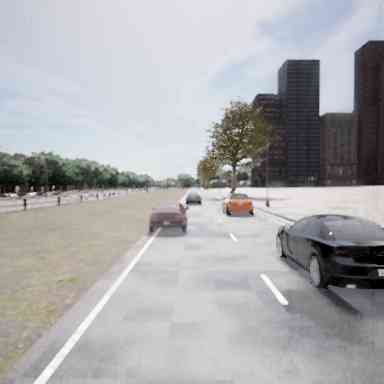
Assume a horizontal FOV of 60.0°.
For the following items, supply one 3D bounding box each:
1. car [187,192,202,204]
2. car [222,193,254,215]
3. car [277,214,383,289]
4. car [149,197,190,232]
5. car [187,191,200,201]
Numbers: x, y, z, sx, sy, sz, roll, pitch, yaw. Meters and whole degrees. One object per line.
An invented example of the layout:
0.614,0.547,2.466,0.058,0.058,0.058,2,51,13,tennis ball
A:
0.241,0.837,43.093,1.994,1.385,4.181,0,1,1,car
3.711,0.874,27.530,2.097,1.767,4.553,0,1,0,car
3.637,1.318,8.716,1.882,1.535,5.008,0,1,0,car
-1.155,1.215,17.522,1.812,1.442,4.674,0,1,0,car
0.213,0.638,53.720,2.033,1.411,5.357,0,1,0,car
